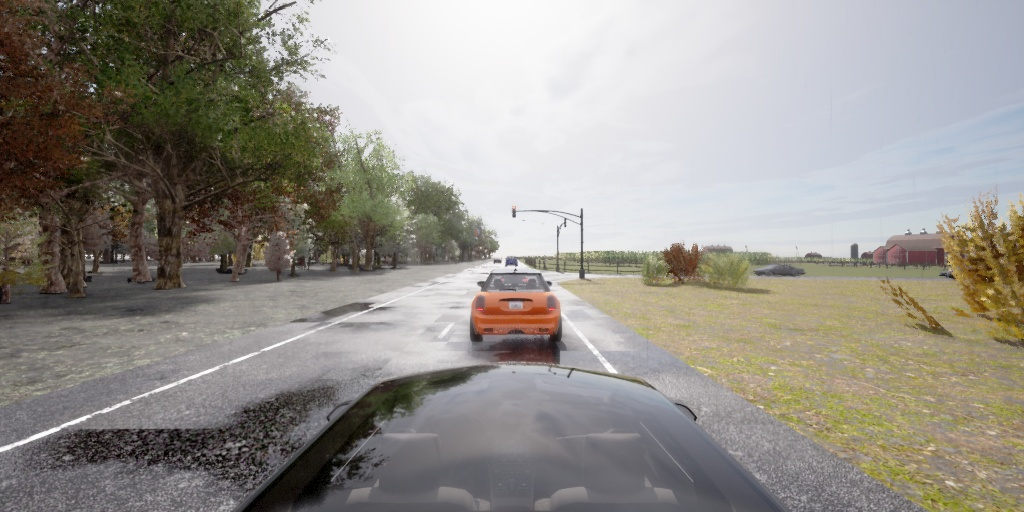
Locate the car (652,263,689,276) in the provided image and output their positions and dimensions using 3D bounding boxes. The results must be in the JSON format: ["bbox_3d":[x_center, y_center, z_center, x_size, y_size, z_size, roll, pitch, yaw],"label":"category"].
[{"bbox_3d":[17.908,1.495,41.326,4.902,1.511,2.128,1,-1,1],"label":"car"}]

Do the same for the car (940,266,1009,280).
[{"bbox_3d":[48.898,1.772,37.610,4.902,1.511,2.128,1,-1,1],"label":"car"}]

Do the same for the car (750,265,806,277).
[{"bbox_3d":[30.593,1.688,41.279,5.357,1.411,2.033,1,-1,0],"label":"car"}]

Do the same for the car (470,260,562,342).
[{"bbox_3d":[0.083,1.104,9.954,2.097,1.767,4.553,0,0,0],"label":"car"}]
